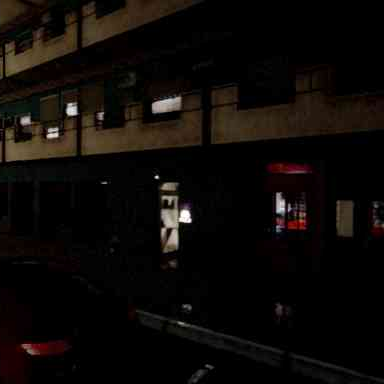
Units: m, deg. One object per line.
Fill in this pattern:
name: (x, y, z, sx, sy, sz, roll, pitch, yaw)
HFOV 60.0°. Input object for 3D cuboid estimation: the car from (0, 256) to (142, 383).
car: (-2.549, 1.590, 4.673, 4.206, 1.307, 1.802, 0, 1, 35)
